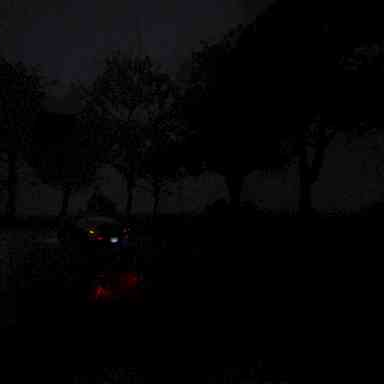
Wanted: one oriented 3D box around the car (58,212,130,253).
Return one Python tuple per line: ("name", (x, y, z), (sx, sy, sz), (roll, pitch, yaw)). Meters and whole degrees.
("car", (-4.163, 1.567, 13.952), (1.812, 1.442, 4.674), (0, 0, -35))
